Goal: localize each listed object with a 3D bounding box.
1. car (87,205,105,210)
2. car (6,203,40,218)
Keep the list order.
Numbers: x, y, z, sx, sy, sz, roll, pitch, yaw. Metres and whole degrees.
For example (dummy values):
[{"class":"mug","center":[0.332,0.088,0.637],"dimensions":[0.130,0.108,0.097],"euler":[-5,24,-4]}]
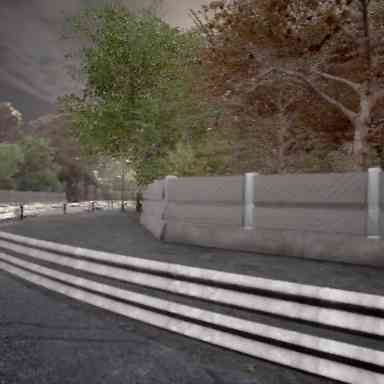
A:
[{"class":"car","center":[-16.825,2.453,58.394],"dimensions":[1.994,1.385,4.181],"euler":[1,-1,4]},{"class":"car","center":[-17.831,1.939,35.331],"dimensions":[1.837,1.490,4.892],"euler":[0,-1,-2]}]
